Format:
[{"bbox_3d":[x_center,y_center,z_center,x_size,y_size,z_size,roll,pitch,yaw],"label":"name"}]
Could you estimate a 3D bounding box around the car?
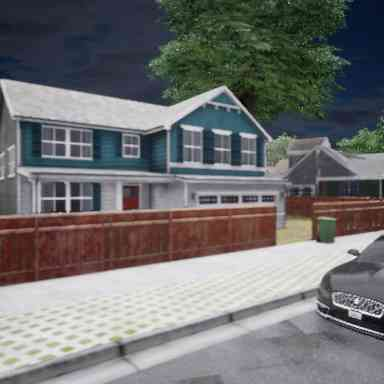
[{"bbox_3d":[4.282,1.477,6.092,4.892,1.490,1.837,0,0,-35],"label":"car"}]
